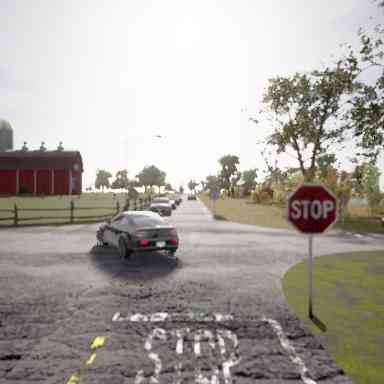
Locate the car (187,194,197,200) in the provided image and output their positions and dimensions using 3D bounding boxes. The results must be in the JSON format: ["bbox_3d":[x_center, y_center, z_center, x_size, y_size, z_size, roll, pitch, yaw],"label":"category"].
[{"bbox_3d":[0.003,1.127,72.517,1.994,1.385,4.181,0,0,0],"label":"car"}]

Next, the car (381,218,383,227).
[{"bbox_3d":[13.278,1.343,17.824,5.566,2.045,2.150,1,-1,-1],"label":"car"}]

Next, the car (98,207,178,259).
[{"bbox_3d":[-2.098,1.443,12.405,1.812,1.442,4.674,0,0,-29],"label":"car"}]

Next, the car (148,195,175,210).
[{"bbox_3d":[-2.806,1.309,30.470,1.837,1.490,4.892,0,0,-1],"label":"car"}]

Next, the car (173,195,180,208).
[{"bbox_3d":[-2.840,1.295,40.257,2.033,1.411,5.357,0,0,0],"label":"car"}]

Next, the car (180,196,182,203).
[{"bbox_3d":[-2.828,1.169,50.159,1.882,1.535,5.008,0,0,0],"label":"car"}]

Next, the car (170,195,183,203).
[{"bbox_3d":[-2.755,1.202,60.211,1.994,1.385,4.181,0,0,1],"label":"car"}]
